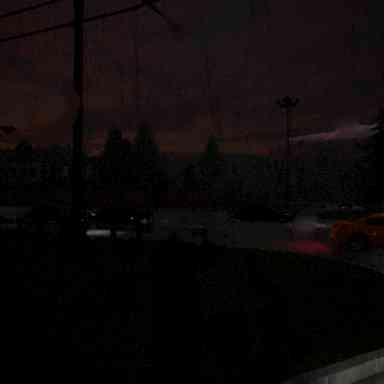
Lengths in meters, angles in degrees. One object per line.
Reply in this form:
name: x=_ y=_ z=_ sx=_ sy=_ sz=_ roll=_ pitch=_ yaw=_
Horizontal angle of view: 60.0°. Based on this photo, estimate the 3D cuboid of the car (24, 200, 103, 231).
car: x=-8.310 y=1.516 z=20.839 sx=4.892 sy=1.490 sz=1.837 roll=1 pitch=0 yaw=25

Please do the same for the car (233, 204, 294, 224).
car: x=5.518 y=1.671 z=25.890 sx=4.674 sy=1.442 sz=1.812 roll=0 pitch=0 yaw=25

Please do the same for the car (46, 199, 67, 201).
car: x=-13.642 y=1.573 z=34.998 sx=5.357 sy=1.411 sz=2.033 roll=0 pitch=0 yaw=25

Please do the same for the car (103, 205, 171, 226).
car: x=-4.156 y=1.602 z=22.738 sx=5.357 sy=1.411 sz=2.033 roll=0 pitch=0 yaw=25

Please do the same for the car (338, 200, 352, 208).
car: x=25.546 y=1.988 z=55.552 sx=1.994 sy=1.385 sz=4.181 roll=1 pitch=0 yaw=22

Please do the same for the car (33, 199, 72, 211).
car: x=-17.277 y=1.584 z=41.100 sx=4.181 sy=1.385 sz=1.994 roll=0 pitch=0 yaw=20

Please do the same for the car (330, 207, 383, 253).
car: x=8.130 y=1.594 z=13.023 sx=5.008 sy=1.535 sz=1.882 roll=1 pitch=0 yaw=25
